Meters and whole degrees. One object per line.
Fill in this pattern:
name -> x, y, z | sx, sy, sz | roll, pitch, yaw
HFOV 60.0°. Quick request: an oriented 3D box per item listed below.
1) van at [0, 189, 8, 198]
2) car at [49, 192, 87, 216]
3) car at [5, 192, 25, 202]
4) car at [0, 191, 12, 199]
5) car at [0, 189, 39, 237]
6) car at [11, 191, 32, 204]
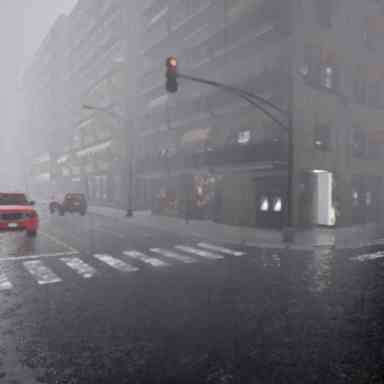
van -> -36.784, 0.272, 64.086 | 1.690, 1.788, 3.998 | 2, 0, -36
car -> -10.227, 0.951, 27.444 | 2.192, 1.841, 5.009 | 2, 0, -36
car -> -26.832, 0.761, 50.344 | 1.947, 1.339, 4.313 | 2, 0, -36
car -> -33.570, 0.542, 59.643 | 1.752, 1.417, 4.829 | 2, 0, -36
car -> -8.904, 0.948, 15.730 | 2.150, 2.045, 5.566 | 1, 0, -36
car -> -23.509, 0.723, 45.765 | 1.967, 1.590, 4.097 | 2, 0, -36
